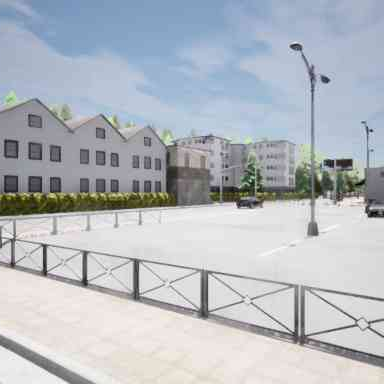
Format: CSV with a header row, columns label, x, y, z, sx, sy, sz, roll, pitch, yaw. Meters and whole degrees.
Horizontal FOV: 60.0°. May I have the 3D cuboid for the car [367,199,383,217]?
label,x,y,z,sx,sy,sz,roll,pitch,yaw
car,15.430,1.298,26.804,2.007,1.523,4.514,0,0,35

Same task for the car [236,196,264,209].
label,x,y,z,sx,sy,sz,roll,pitch,yaw
car,7.373,1.285,41.946,1.882,1.535,5.008,0,0,35
